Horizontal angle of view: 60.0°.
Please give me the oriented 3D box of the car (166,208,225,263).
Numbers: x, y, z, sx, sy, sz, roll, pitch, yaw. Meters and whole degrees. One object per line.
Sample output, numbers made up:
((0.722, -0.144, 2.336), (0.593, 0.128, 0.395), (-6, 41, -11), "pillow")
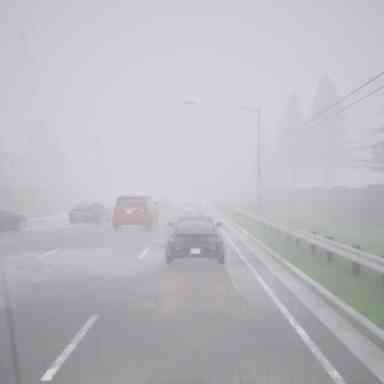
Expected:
((0.098, 1.518, 11.828), (1.812, 1.442, 4.674), (0, 0, 0), "car")

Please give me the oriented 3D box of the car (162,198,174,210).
((-3.404, 1.498, 42.615), (1.812, 1.442, 4.674), (0, 0, 0), "car")

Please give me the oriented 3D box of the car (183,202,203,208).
((0.097, 1.581, 31.076), (1.895, 1.301, 4.718), (0, 0, 0), "car")

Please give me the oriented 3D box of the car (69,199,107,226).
((-6.901, 1.477, 22.964), (2.128, 1.511, 4.902), (0, 0, 0), "car")

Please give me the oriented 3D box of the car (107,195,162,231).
((-3.402, 1.210, 20.739), (2.150, 2.045, 5.566), (0, 0, 0), "car")

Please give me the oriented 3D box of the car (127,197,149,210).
((-6.904, 1.464, 43.113), (2.128, 1.511, 4.902), (0, 0, 0), "car")

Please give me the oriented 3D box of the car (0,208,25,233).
((-10.402, 1.466, 16.925), (1.882, 1.535, 5.008), (0, 0, 0), "car")
